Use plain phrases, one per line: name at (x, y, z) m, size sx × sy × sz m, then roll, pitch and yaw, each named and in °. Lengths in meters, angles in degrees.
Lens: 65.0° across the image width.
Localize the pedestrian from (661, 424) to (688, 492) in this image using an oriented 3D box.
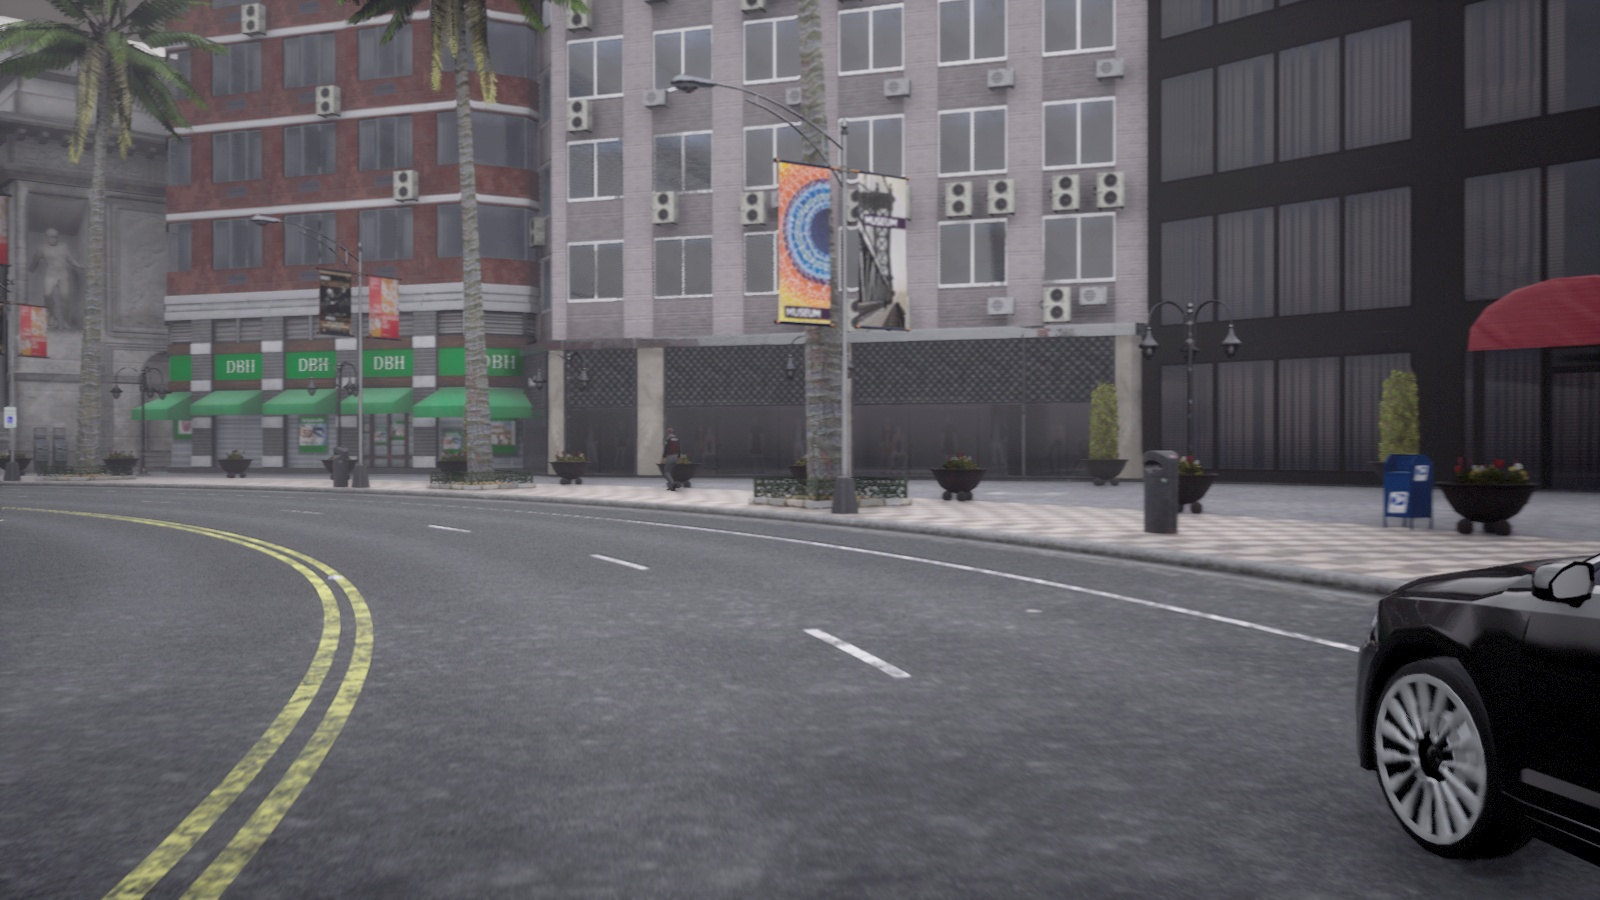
pedestrian at (-3.452, 0.209, 34.531) m, size 0.720 × 1.854 × 0.376 m, roll 0°, pitch 0°, yaw 43°

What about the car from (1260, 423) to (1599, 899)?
car at (3.269, 0.684, 3.109) m, size 2.128 × 1.511 × 4.902 m, roll 0°, pitch 0°, yaw -5°
